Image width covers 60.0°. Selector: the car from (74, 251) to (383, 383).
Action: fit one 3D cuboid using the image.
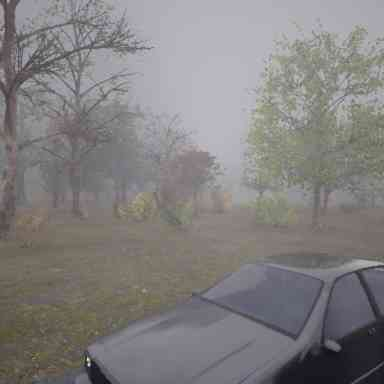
[{"bbox_3d":[1.444,1.547,4.191,5.357,1.411,2.033,0,0,-37],"label":"car"}]
